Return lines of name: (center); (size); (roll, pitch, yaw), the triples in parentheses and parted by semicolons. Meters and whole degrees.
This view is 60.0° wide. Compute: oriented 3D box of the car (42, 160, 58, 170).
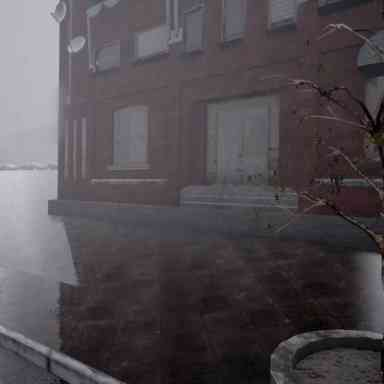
car: (-16.727, -3.372, 43.422); (4.553, 1.767, 2.185); (1, 1, 26)

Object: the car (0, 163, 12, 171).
car: (-26.642, -3.431, 48.318); (4.674, 1.452, 2.002); (1, 1, 28)

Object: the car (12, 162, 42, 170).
car: (-21.809, -3.369, 45.862); (4.892, 1.521, 2.231); (1, 1, 27)
